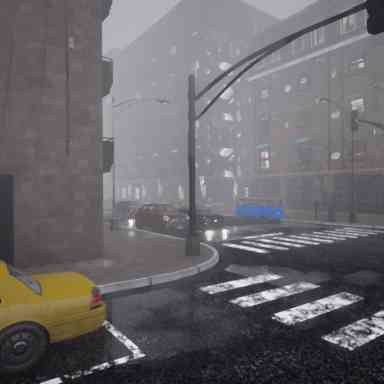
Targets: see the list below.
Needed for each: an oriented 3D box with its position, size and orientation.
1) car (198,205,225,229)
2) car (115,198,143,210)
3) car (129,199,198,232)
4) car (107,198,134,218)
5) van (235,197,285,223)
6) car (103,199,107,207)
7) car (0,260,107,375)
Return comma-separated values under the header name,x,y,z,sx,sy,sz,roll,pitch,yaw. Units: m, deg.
name,x,y,z,sx,sy,sz,roll,pitch,yaw
car,0.249,1.545,21.597,1.994,1.385,4.181,-1,0,-36
car,-8.292,1.463,43.278,1.887,1.381,4.507,-1,0,-36
car,-1.816,1.441,20.035,1.967,1.590,4.097,0,0,-36
car,-5.587,1.494,29.663,1.812,1.442,4.674,-1,0,-36
van,4.984,1.280,24.932,1.690,1.788,3.998,0,0,-36
car,-14.255,1.430,47.010,2.128,1.511,4.902,-1,0,-36
car,-3.547,1.525,4.038,4.829,1.417,1.752,0,0,-35
